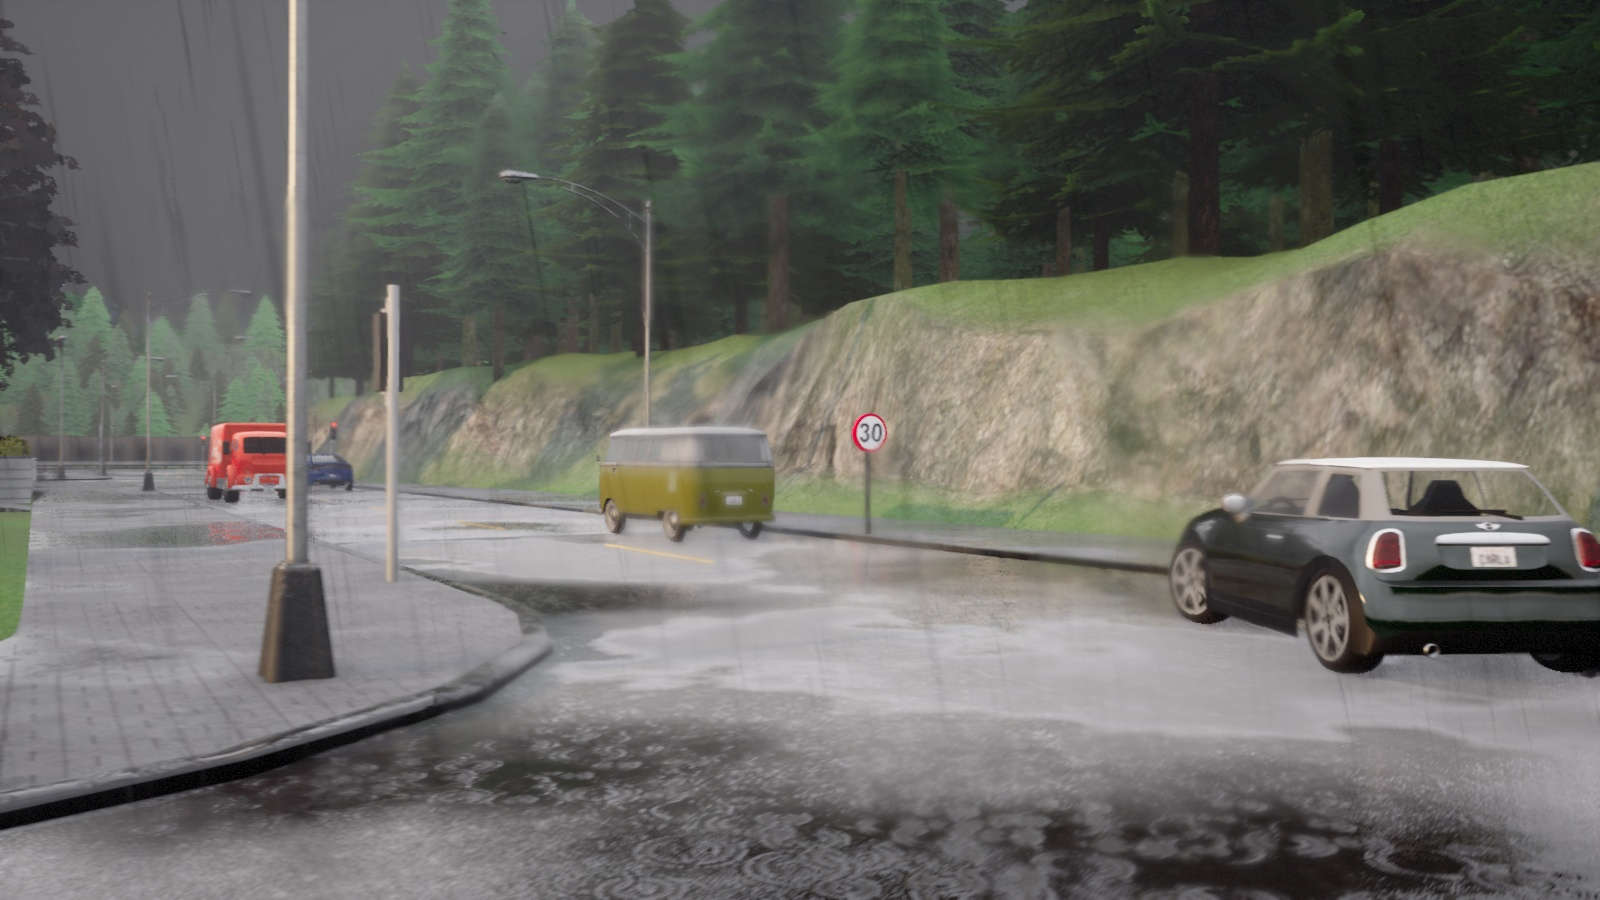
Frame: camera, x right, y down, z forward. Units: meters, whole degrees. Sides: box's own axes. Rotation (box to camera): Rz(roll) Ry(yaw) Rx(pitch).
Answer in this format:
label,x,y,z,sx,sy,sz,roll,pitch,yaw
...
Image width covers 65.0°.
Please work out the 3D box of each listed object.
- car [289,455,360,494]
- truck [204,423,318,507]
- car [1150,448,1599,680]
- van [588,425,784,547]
label,x,y,z,sx,sy,sz,roll,pitch,yaw
car,-19.609,0.976,51.668,1.882,1.535,5.008,0,0,-31
truck,-17.210,0.460,39.935,2.627,2.467,5.204,0,0,-31
car,4.388,0.735,9.969,1.970,1.475,3.806,0,0,-3
van,-2.185,0.590,22.751,1.775,1.987,4.442,0,0,-31
